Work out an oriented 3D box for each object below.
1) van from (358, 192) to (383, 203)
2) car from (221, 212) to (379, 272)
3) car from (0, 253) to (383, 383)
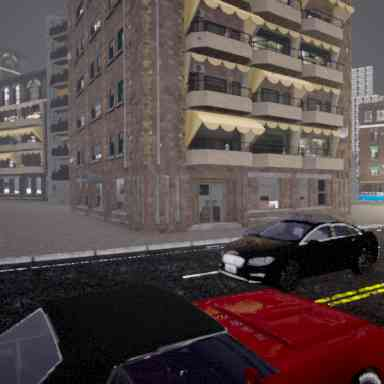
[{"bbox_3d":[30.302,0.887,56.091,3.998,1.788,1.690,1,0,26],"label":"van"},{"bbox_3d":[2.982,1.491,8.931,4.902,1.511,2.128,0,0,-31],"label":"car"},{"bbox_3d":[-0.215,1.601,2.982,4.718,1.301,1.895,0,0,-31],"label":"car"}]
